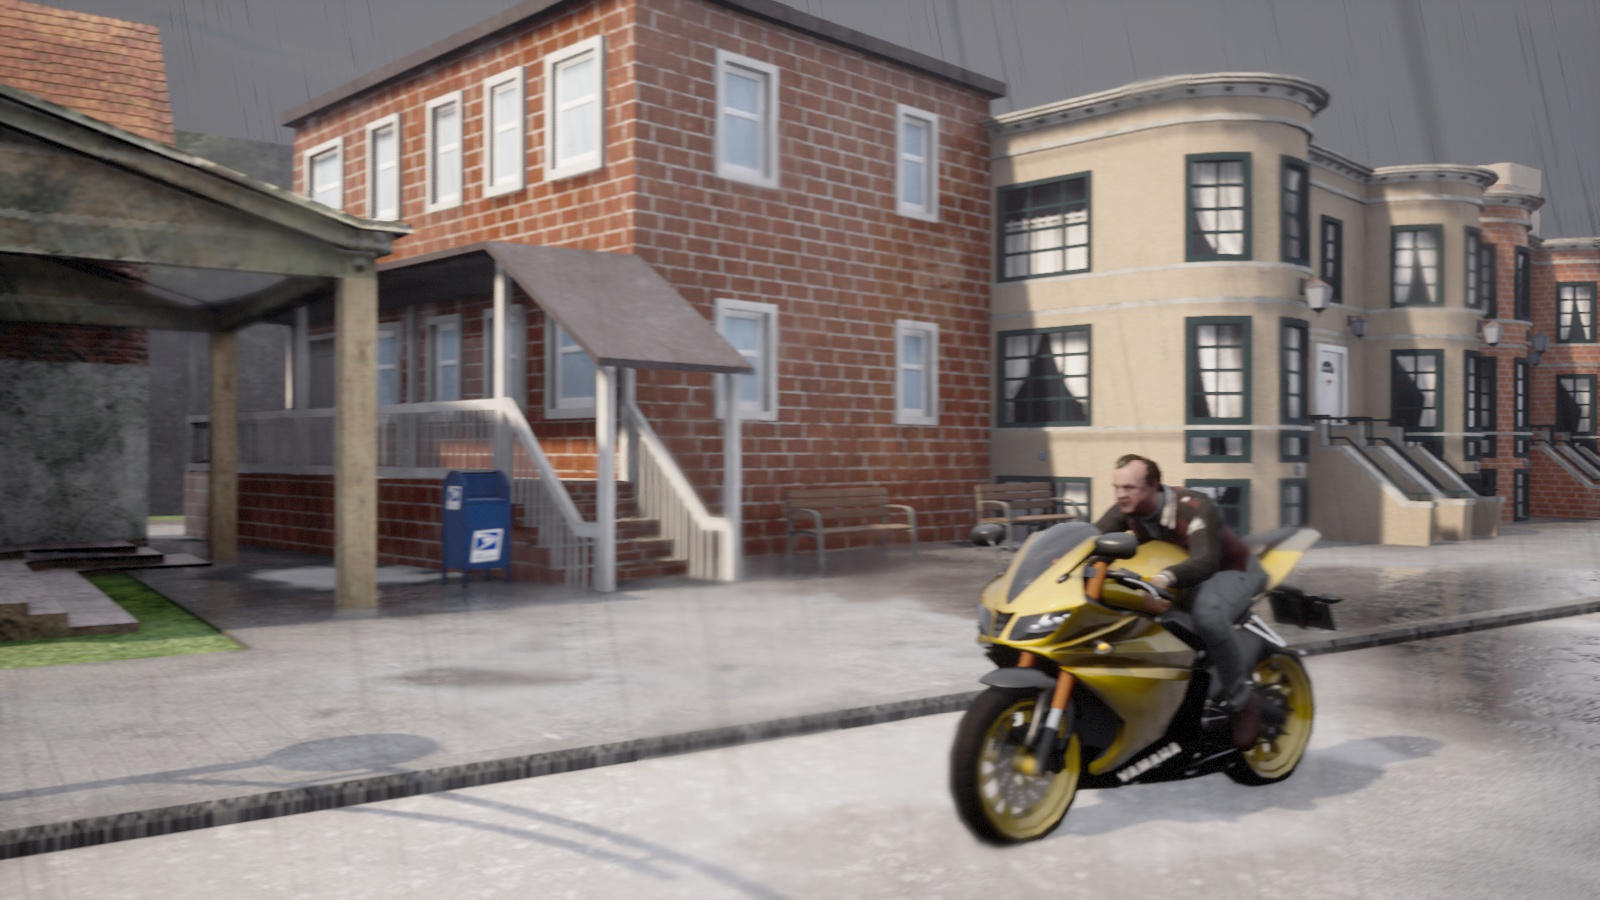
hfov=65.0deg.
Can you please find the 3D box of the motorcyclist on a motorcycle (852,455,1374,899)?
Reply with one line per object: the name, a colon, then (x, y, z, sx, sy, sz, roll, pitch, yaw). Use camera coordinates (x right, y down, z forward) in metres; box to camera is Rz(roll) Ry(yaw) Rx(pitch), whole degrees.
motorcyclist on a motorcycle: (1.354, 0.790, 5.210, 2.191, 1.530, 0.866, 0, 0, -35)
